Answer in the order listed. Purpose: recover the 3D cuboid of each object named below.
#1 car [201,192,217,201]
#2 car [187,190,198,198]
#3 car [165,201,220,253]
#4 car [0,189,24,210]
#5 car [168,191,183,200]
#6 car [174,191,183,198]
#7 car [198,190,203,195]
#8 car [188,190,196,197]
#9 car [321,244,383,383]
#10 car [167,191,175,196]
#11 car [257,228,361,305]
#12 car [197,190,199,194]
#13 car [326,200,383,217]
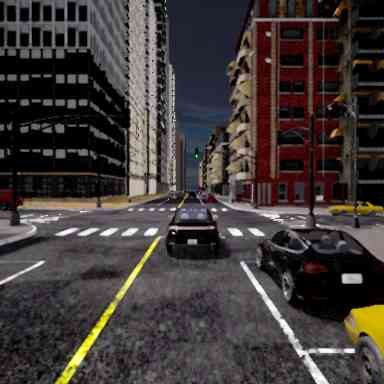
[{"bbox_3d":[2.747,0.958,49.692,1.802,1.307,4.206,0,1,0],"label":"car"},{"bbox_3d":[0.008,0.599,71.873,1.837,1.490,4.892,0,1,0],"label":"car"},{"bbox_3d":[0.035,1.325,12.903,2.128,1.511,4.902,0,1,0],"label":"car"},{"bbox_3d":[-17.690,0.647,29.728,5.009,1.841,2.192,1,0,0],"label":"car"},{"bbox_3d":[-3.040,0.735,60.634,2.128,1.511,4.902,0,1,1],"label":"car"},{"bbox_3d":[-2.992,0.563,76.267,1.812,1.442,4.674,0,1,0],"label":"car"},{"bbox_3d":[2.698,0.770,62.608,2.008,1.369,4.403,0,1,0],"label":"car"},{"bbox_3d":[0.010,0.341,82.288,2.128,1.511,4.902,0,1,0],"label":"car"},{"bbox_3d":[2.691,1.496,2.159,1.752,1.417,4.829,0,1,0],"label":"car"},{"bbox_3d":[-5.679,0.433,90.849,2.008,1.369,4.403,0,1,0],"label":"car"},{"bbox_3d":[2.692,1.466,7.672,1.947,1.339,4.313,0,1,0],"label":"car"},{"bbox_3d":[2.699,0.702,68.256,2.008,1.369,4.403,0,1,0],"label":"car"},{"bbox_3d":[14.646,1.450,30.012,4.829,1.417,1.752,1,0,0],"label":"car"}]
